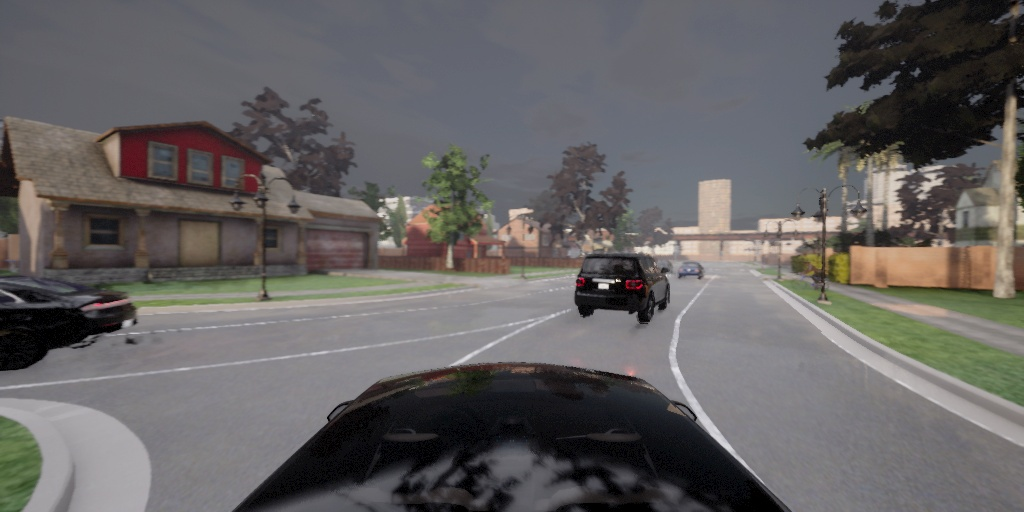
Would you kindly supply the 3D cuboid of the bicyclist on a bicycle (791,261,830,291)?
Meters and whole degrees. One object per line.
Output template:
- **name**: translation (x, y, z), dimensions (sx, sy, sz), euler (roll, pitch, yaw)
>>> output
- **bicyclist on a bicycle**: translation (16.457, 1.123, 19.781), dimensions (1.656, 1.620, 0.582), euler (1, 0, 31)

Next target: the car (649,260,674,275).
- **car**: translation (16.982, 1.237, 40.556), dimensions (1.837, 1.490, 4.892), euler (1, 0, 31)

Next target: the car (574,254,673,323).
- **car**: translation (3.975, 0.943, 12.420), dimensions (2.150, 2.045, 5.566), euler (1, 0, 31)

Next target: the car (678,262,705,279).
- **car**: translation (16.284, 1.273, 32.517), dimensions (2.033, 1.411, 5.357), euler (1, 0, 31)

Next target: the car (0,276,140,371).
- **car**: translation (-9.714, 1.092, 5.995), dimensions (4.902, 1.511, 2.128), euler (1, 1, -25)
